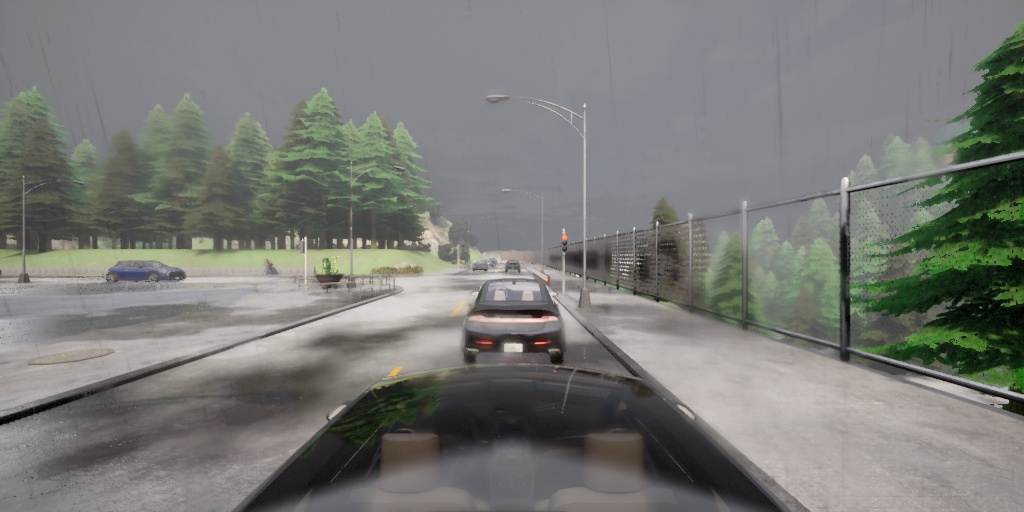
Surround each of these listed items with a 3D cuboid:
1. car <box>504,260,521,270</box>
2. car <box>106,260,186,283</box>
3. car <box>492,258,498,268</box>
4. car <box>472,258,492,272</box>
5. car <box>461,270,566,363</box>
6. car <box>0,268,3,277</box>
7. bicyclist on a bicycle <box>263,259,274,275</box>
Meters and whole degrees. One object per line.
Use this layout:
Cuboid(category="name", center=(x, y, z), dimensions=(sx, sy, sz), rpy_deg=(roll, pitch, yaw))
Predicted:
Cuboid(category="car", center=(0.102, 1.254, 46.645), dimensions=(1.837, 1.490, 4.892), rpy_deg=(0, 0, 0))
Cuboid(category="car", center=(-27.602, 1.103, 27.178), dimensions=(4.553, 1.767, 2.097), rpy_deg=(0, 0, 0))
Cuboid(category="car", center=(-4.068, 1.240, 62.243), dimensions=(2.128, 1.511, 4.902), rpy_deg=(0, 0, 0))
Cuboid(category="car", center=(-4.094, 1.297, 46.715), dimensions=(2.033, 1.411, 5.357), rpy_deg=(0, 0, 0))
Cuboid(category="car", center=(0.047, 1.241, 8.092), dimensions=(2.128, 1.511, 4.902), rpy_deg=(0, 0, 1))
Cuboid(category="car", center=(-47.623, 1.275, 31.333), dimensions=(4.674, 1.442, 1.812), rpy_deg=(0, 0, 1))
Cuboid(category="bicyclist on a bicycle", center=(-24.155, 1.098, 35.572), dimensions=(0.582, 1.620, 1.656), rpy_deg=(0, 0, 0))
